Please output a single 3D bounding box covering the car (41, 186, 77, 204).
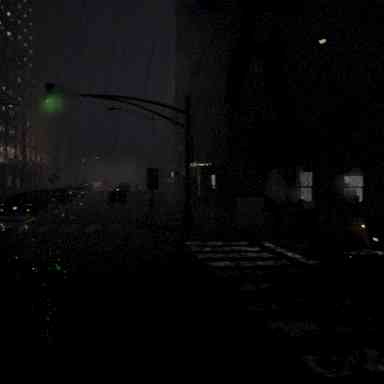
[{"bbox_3d":[-12.528,0.352,31.507,1.812,1.442,4.674,0,2,-10],"label":"car"}]

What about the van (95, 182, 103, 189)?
[{"bbox_3d":[-25.231,-1.765,89.938,1.690,1.788,3.998,0,2,-10],"label":"van"}]

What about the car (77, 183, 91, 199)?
[{"bbox_3d":[-14.283,-0.023,41.616,1.882,1.535,5.008,0,2,-10],"label":"car"}]

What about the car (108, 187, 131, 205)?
[{"bbox_3d":[-6.971,0.439,31.444,1.947,1.339,4.313,0,2,-10],"label":"car"}]

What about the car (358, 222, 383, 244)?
[{"bbox_3d":[8.929,1.475,12.742,4.718,1.301,1.895,1,2,-12],"label":"car"}]

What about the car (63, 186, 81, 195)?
[{"bbox_3d":[-18.583,-0.288,51.848,1.947,1.339,4.313,0,2,-10],"label":"car"}]

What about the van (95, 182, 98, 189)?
[{"bbox_3d":[-22.381,-1.228,73.611,1.690,1.788,3.998,0,2,-10],"label":"van"}]

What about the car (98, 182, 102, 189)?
[{"bbox_3d":[-24.281,-1.612,84.495,2.192,1.841,5.009,0,2,-10],"label":"car"}]

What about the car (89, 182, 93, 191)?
[{"bbox_3d":[-20.482,-0.772,62.730,1.967,1.590,4.097,0,2,-10],"label":"car"}]

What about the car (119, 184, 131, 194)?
[{"bbox_3d":[-11.769,-0.572,58.643,1.967,1.590,4.097,0,2,-10],"label":"car"}]

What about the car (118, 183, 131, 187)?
[{"bbox_3d":[-10.818,-0.519,53.196,2.192,1.841,5.009,0,2,-10],"label":"car"}]

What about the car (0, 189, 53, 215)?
[{"bbox_3d":[-10.805,0.708,21.635,1.994,1.385,4.181,0,2,-10],"label":"car"}]

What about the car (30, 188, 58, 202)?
[{"bbox_3d":[-15.733,0.259,35.521,1.802,1.307,4.206,0,2,-10],"label":"car"}]

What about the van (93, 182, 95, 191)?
[{"bbox_3d":[-21.431,-1.049,68.169,1.690,1.788,3.998,0,2,-10],"label":"van"}]

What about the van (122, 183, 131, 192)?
[{"bbox_3d":[-13.668,-1.029,69.525,1.690,1.788,3.998,0,2,-10],"label":"van"}]
